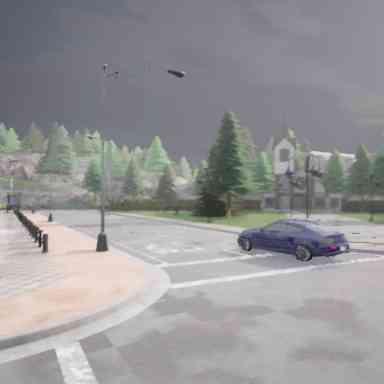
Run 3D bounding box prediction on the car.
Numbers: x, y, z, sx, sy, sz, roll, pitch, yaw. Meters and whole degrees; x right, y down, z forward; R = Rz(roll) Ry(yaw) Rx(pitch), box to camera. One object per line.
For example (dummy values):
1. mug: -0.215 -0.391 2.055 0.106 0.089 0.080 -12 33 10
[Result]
1. car: 3.898 1.819 13.398 1.812 1.442 4.674 -1 0 -36
